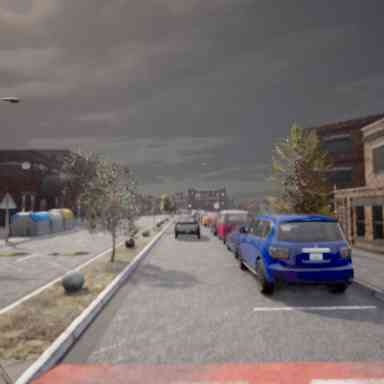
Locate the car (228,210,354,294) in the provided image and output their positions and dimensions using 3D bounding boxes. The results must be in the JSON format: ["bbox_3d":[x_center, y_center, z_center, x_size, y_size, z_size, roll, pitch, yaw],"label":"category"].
[{"bbox_3d":[2.804,1.692,10.308,2.435,2.045,5.566,-1,-2,-1],"label":"car"}]

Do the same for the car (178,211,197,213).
[{"bbox_3d":[-0.661,3.458,41.904,1.895,1.301,4.718,-1,-3,-1],"label":"car"}]

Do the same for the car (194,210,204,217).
[{"bbox_3d":[1.493,4.981,76.458,2.002,1.452,4.674,-1,-3,-2],"label":"car"}]

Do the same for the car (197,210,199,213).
[{"bbox_3d":[2.109,3.669,48.994,2.002,1.452,4.674,-1,-3,-1],"label":"car"}]

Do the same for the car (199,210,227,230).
[{"bbox_3d":[2.309,2.994,37.818,2.185,1.767,4.553,-1,-3,-1],"label":"car"}]

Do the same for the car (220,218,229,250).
[{"bbox_3d":[2.708,2.206,15.778,2.002,1.452,4.674,-1,-2,-1],"label":"car"}]

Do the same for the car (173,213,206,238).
[{"bbox_3d":[-0.358,2.602,25.097,2.128,1.511,4.902,-1,-3,-1],"label":"car"}]

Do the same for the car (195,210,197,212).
[{"bbox_3d":[2.008,3.755,54.488,2.185,1.767,4.553,-1,-3,-1],"label":"car"}]
